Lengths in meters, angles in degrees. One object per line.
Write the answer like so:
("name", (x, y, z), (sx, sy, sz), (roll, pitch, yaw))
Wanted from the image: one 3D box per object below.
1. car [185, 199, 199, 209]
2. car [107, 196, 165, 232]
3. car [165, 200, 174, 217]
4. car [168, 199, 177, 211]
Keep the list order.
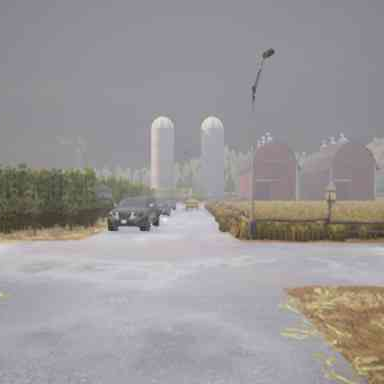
("car", (0.028, 1.799, 50.112), (1.882, 1.535, 5.008), (0, 0, 0))
("car", (-3.437, 1.289, 20.791), (2.150, 2.045, 5.566), (0, -1, 5))
("car", (-3.181, 1.763, 33.378), (1.994, 1.385, 4.181), (0, -1, -1))
("car", (-3.151, 1.792, 46.129), (2.128, 1.511, 4.902), (0, 0, 0))
